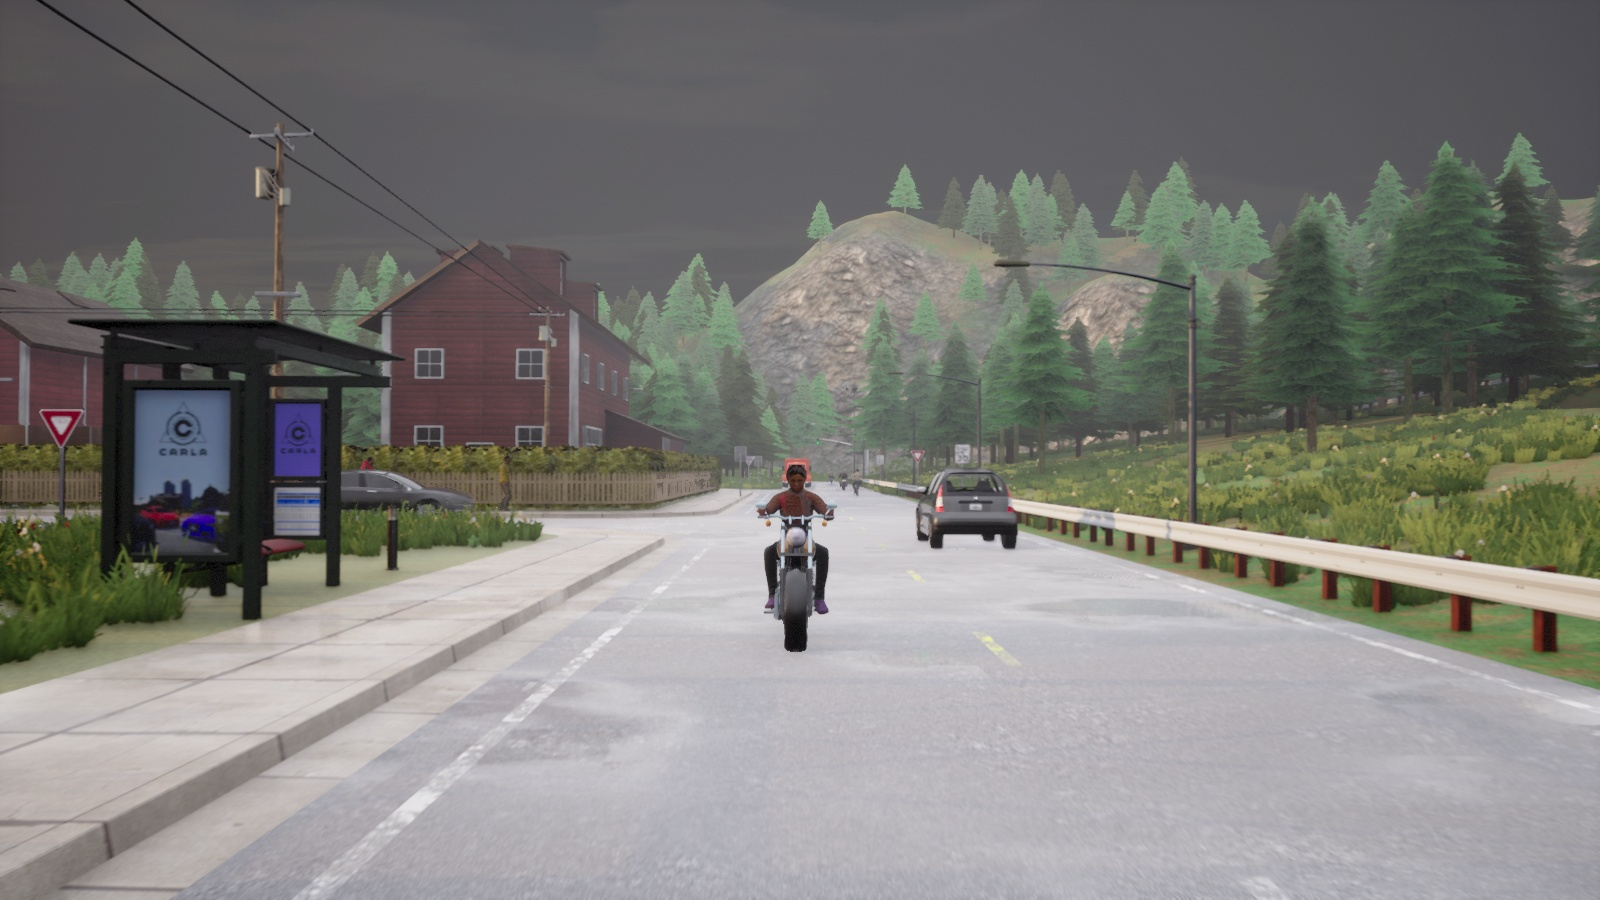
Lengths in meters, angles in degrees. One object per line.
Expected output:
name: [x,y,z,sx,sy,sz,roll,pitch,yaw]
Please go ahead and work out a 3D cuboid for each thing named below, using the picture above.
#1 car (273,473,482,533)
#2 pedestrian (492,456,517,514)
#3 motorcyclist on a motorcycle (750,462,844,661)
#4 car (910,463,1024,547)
car: [-10.991,1.366,32.941,4.892,1.490,1.837,0,-1,-4]
pedestrian: [-9.464,1.123,40.243,0.709,1.840,0.431,0,-1,-2]
motorcyclist on a motorcycle: [-0.027,0.941,11.598,0.766,1.649,2.350,0,-1,0]
car: [3.435,1.103,26.472,1.851,1.617,3.988,0,-1,0]
